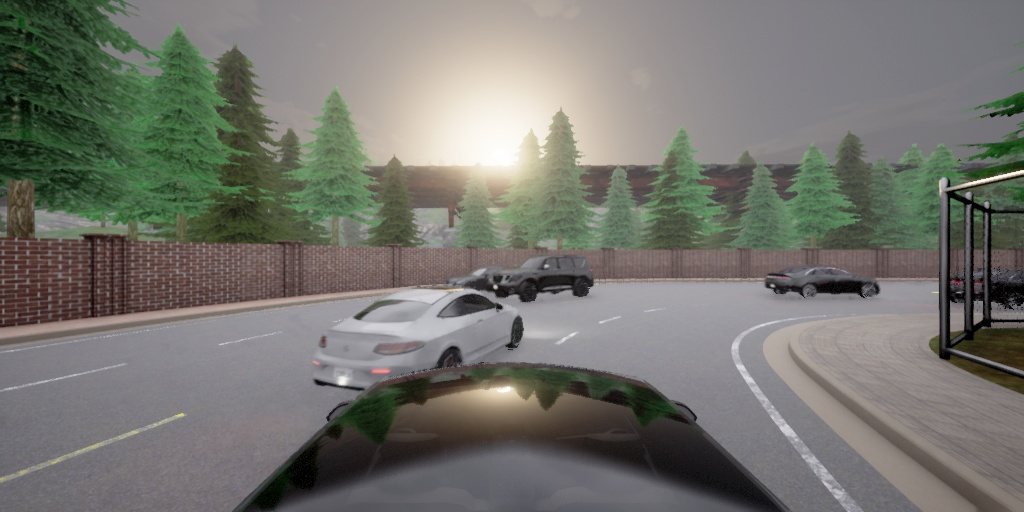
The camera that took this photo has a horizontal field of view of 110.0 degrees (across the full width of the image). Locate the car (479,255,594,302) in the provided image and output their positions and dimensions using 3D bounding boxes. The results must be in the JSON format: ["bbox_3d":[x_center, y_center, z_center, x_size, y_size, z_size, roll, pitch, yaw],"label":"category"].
[{"bbox_3d":[1.483,0.968,16.988,5.566,2.045,2.150,0,-1,-37],"label":"car"}]

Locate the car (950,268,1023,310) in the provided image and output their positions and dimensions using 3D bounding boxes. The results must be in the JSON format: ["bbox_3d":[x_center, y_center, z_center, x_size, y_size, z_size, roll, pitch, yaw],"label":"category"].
[{"bbox_3d":[19.952,1.238,14.134,4.902,1.511,2.128,0,0,-2],"label":"car"}]

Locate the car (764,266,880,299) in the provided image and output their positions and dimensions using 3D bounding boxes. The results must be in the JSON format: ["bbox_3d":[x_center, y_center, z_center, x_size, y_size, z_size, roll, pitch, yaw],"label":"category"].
[{"bbox_3d":[15.030,1.238,17.460,4.902,1.511,2.128,0,0,-3],"label":"car"}]

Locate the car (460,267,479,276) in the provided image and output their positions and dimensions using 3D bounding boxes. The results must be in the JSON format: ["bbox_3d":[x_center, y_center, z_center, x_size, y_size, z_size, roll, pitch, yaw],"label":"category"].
[{"bbox_3d":[-1.391,1.271,19.119,4.674,1.442,1.812,0,0,-40],"label":"car"}]

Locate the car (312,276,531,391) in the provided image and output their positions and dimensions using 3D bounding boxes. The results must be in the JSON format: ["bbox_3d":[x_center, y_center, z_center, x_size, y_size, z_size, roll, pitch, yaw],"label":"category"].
[{"bbox_3d":[-1.266,1.275,6.551,1.812,1.442,4.674,0,0,20],"label":"car"}]
